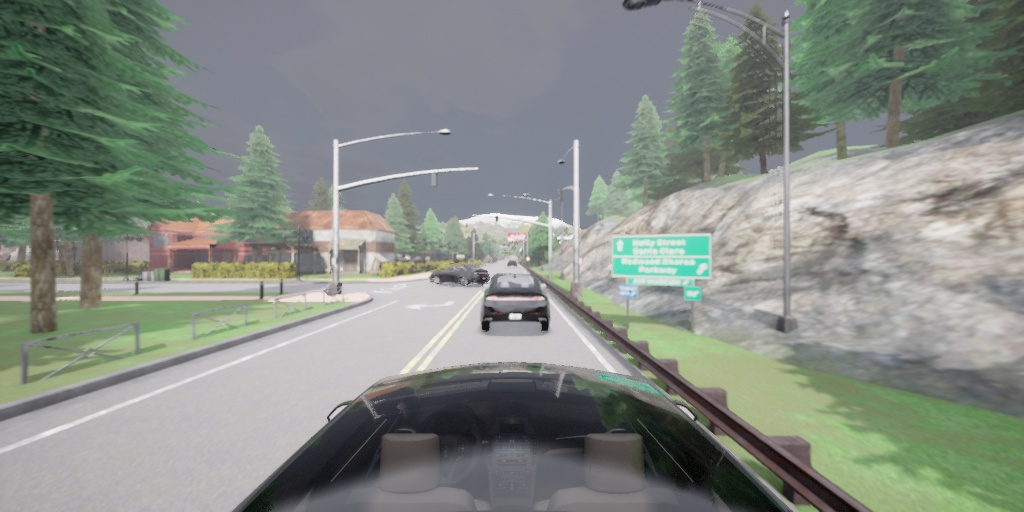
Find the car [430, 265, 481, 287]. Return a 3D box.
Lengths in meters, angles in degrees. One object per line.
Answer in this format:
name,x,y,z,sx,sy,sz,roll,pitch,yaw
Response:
car,-3.900,1.400,26.127,4.902,1.511,2.128,-1,-1,37

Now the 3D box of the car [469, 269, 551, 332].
car,0.092,1.279,11.104,2.128,1.511,4.902,0,-1,0
